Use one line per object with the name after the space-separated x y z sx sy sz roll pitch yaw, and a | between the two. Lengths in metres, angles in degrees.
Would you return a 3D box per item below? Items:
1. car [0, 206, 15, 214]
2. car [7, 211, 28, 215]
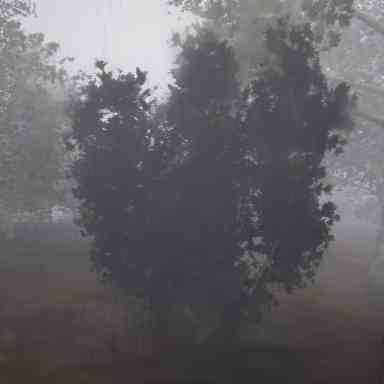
-47.084 4.488 83.332 2.002 1.452 4.674 0 1 19 | car
-40.045 4.272 77.665 2.435 2.045 5.566 0 1 19 | car
